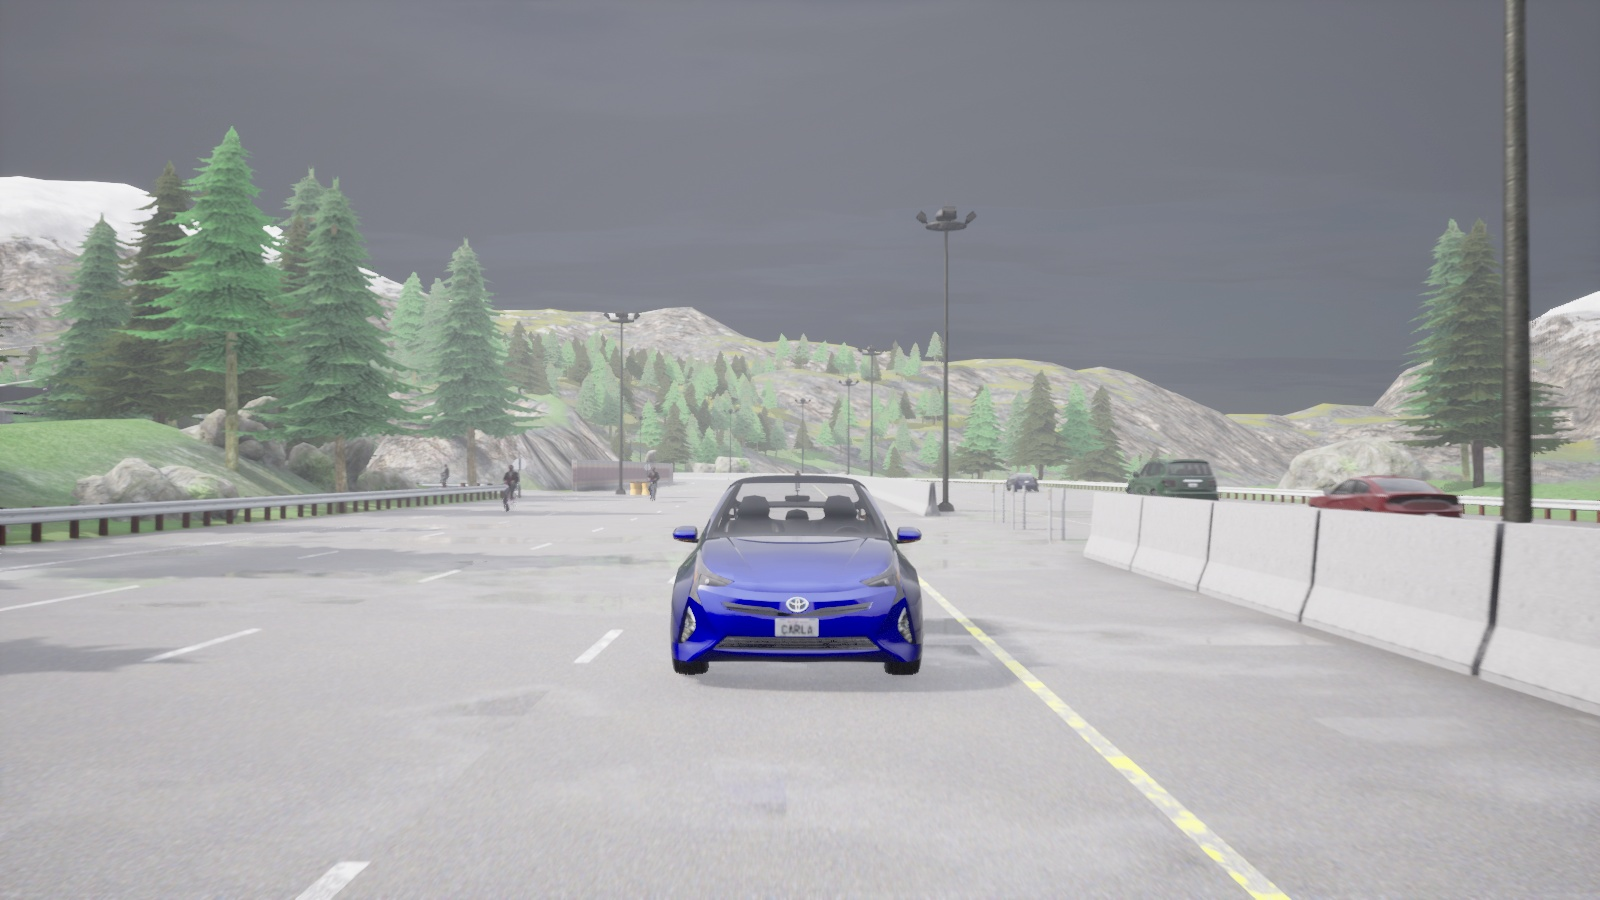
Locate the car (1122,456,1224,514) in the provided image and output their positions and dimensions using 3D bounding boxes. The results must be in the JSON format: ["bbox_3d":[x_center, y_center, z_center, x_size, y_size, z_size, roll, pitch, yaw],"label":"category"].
[{"bbox_3d":[13.917,1.269,47.274,2.150,2.045,5.566,0,-1,0],"label":"car"}]

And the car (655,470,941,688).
[{"bbox_3d":[-0.019,0.948,11.091,2.007,1.525,4.514,0,-1,0],"label":"car"}]

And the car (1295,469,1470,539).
[{"bbox_3d":[13.947,1.246,30.449,1.882,1.535,5.008,0,-1,0],"label":"car"}]
